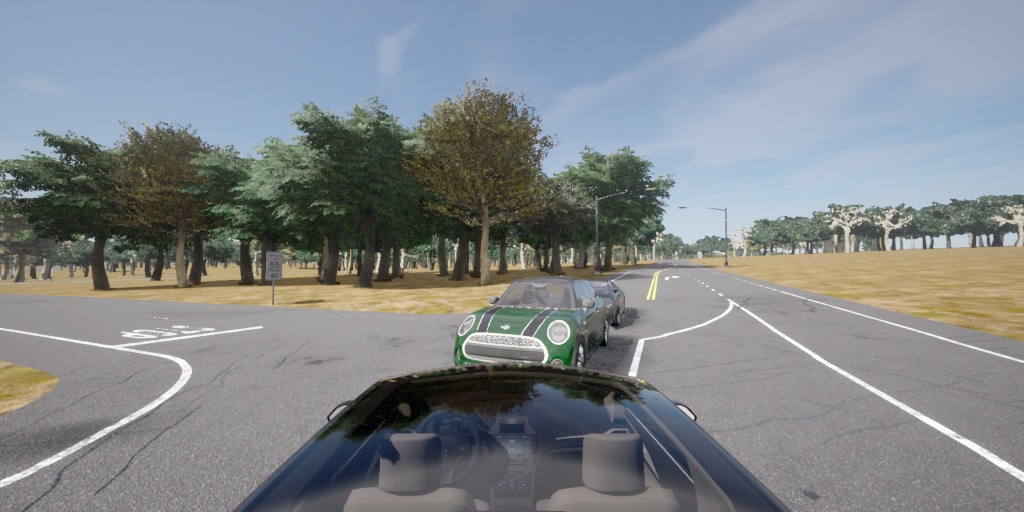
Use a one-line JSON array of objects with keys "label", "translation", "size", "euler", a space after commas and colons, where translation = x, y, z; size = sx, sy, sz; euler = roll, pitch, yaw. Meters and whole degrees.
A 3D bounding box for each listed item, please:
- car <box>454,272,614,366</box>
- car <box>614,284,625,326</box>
[{"label": "car", "translation": [0.687, 1.222, 7.442], "size": [2.097, 1.767, 4.553], "euler": [-1, -2, 22]}, {"label": "car", "translation": [2.916, 1.554, 12.873], "size": [1.994, 1.385, 4.181], "euler": [-2, 0, 22]}]
